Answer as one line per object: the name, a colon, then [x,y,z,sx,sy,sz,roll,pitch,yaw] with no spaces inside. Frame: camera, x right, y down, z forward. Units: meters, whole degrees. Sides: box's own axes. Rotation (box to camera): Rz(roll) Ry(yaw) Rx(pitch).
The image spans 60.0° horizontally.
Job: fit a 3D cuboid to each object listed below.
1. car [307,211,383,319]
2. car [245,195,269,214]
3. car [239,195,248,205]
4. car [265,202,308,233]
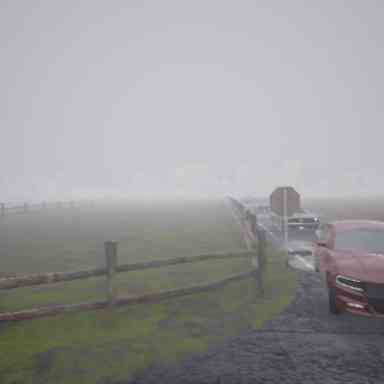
car: [3.825,1.394,7.403,1.882,1.535,5.008,-2,0,16]
car: [6.735,1.288,32.451,2.033,1.411,5.357,-2,0,5]
car: [8.332,1.193,51.058,1.994,1.385,4.181,-2,0,5]
car: [5.525,1.426,18.453,1.895,1.301,4.718,-2,0,5]
